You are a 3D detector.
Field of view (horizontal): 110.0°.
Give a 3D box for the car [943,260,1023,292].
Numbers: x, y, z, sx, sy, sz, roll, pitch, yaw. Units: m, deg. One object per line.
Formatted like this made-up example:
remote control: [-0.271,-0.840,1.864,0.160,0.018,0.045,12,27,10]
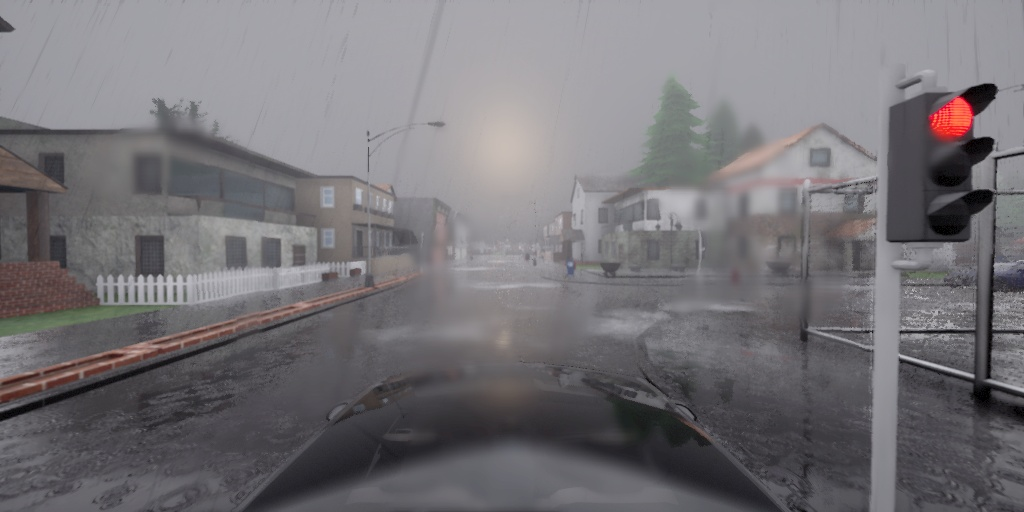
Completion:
car: [24.050,0.939,17.464,4.674,1.442,1.812,0,1,0]
